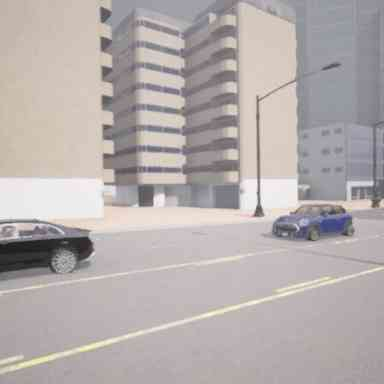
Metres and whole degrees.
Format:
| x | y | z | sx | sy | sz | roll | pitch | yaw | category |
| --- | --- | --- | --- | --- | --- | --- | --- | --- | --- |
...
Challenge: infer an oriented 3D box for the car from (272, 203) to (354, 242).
| x | y | z | sx | sy | sz | roll | pitch | yaw | category |
| --- | --- | --- | --- | --- | --- | --- | --- | --- | --- |
| 6.177 | 1.397 | 16.887 | 4.553 | 1.767 | 2.097 | 0 | 0 | -35 | car |

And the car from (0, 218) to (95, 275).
| x | y | z | sx | sy | sz | roll | pitch | yaw | category |
| --- | --- | --- | --- | --- | --- | --- | --- | --- | --- |
| -5.122 | 1.493 | 8.936 | 4.902 | 1.511 | 2.128 | 0 | 0 | -35 | car |
